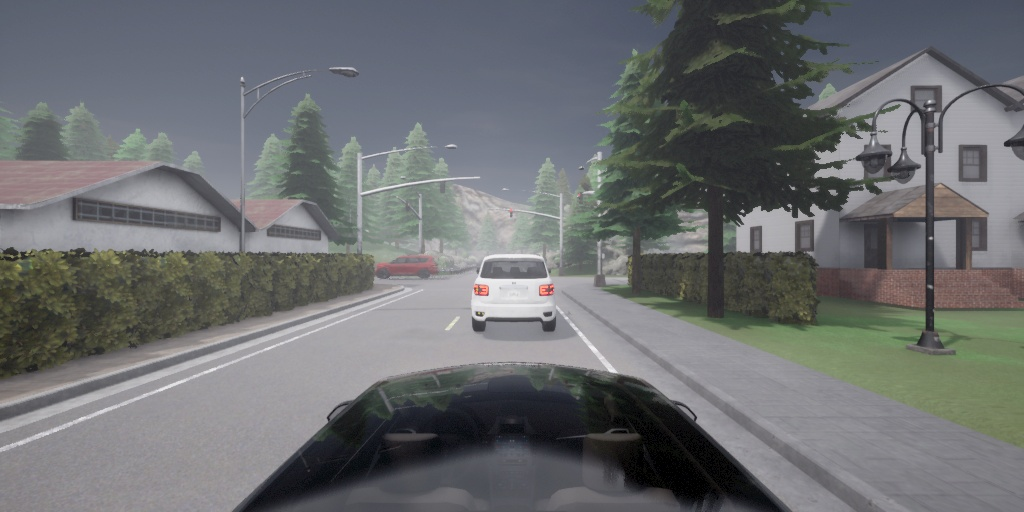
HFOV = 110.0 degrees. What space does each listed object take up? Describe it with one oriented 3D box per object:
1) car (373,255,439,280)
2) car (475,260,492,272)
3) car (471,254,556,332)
[{"bbox_3d":[-9.015,0.961,30.516,5.566,2.045,2.150,0,2,-11],"label":"car"},{"bbox_3d":[-3.614,1.254,46.489,1.837,1.490,4.892,0,0,0],"label":"car"},{"bbox_3d":[0.061,0.971,11.023,2.150,2.045,5.566,0,0,0],"label":"car"}]
